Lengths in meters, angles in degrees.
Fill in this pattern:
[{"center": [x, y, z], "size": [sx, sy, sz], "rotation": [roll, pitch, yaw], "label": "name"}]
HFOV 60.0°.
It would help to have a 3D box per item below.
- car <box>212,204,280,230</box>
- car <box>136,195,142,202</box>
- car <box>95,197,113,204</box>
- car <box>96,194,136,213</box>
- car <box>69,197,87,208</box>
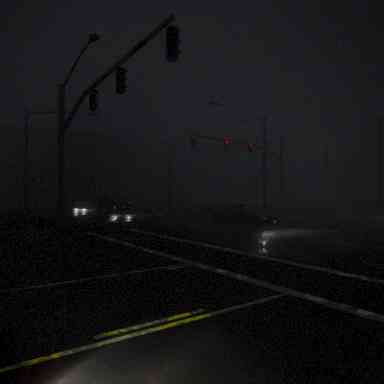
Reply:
[{"center": [3.294, 1.514, 21.184], "size": [1.812, 1.442, 4.674], "rotation": [0, 0, -42], "label": "car"}, {"center": [-13.677, 1.524, 72.541], "size": [1.812, 1.442, 4.674], "rotation": [0, 0, 30], "label": "car"}, {"center": [-16.505, 1.601, 62.713], "size": [1.895, 1.301, 4.718], "rotation": [0, 0, 3], "label": "car"}, {"center": [-8.713, 1.223, 36.858], "size": [2.150, 2.045, 5.566], "rotation": [0, 0, -35], "label": "car"}, {"center": [-16.624, 1.492, 48.355], "size": [2.128, 1.511, 4.902], "rotation": [0, 0, -29], "label": "car"}]
